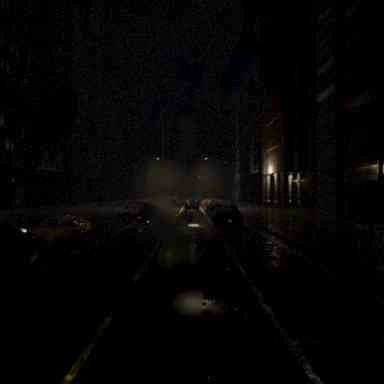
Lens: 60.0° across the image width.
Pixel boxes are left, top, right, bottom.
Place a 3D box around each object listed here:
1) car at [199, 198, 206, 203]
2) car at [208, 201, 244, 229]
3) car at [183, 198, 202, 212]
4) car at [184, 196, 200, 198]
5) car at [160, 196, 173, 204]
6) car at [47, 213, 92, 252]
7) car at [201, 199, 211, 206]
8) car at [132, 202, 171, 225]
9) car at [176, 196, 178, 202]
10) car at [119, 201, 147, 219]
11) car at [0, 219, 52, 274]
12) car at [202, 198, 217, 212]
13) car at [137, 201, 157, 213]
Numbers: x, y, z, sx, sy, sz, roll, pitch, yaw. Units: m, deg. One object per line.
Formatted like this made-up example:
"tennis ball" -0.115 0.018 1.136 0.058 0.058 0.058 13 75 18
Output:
"car" 2.714 2.295 88.534 1.802 1.307 4.206 0 0 0
"car" 2.348 1.652 22.935 1.882 1.535 5.008 0 0 0
"car" 0.006 1.849 44.526 1.837 1.490 4.892 0 -1 1
"car" -0.031 1.941 58.658 1.882 1.535 5.008 0 0 0
"car" -5.802 2.010 71.492 1.967 1.590 4.097 0 0 0
"car" -5.770 1.635 14.549 1.752 1.417 4.829 0 0 0
"car" 2.727 2.089 65.824 1.947 1.339 4.313 0 0 0
"car" -3.114 1.749 26.454 2.033 1.411 5.357 0 0 0
"car" -5.814 2.075 94.202 2.192 1.841 5.009 0 0 0
"car" -5.780 1.767 31.581 1.752 1.417 4.829 0 0 0
"car" -5.767 1.635 9.042 1.947 1.339 4.313 0 0 0
"car" 2.739 1.776 43.115 1.967 1.590 4.097 0 0 0
"car" -5.786 1.901 43.105 1.947 1.339 4.313 0 0 0
